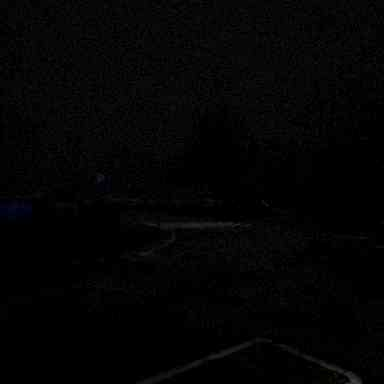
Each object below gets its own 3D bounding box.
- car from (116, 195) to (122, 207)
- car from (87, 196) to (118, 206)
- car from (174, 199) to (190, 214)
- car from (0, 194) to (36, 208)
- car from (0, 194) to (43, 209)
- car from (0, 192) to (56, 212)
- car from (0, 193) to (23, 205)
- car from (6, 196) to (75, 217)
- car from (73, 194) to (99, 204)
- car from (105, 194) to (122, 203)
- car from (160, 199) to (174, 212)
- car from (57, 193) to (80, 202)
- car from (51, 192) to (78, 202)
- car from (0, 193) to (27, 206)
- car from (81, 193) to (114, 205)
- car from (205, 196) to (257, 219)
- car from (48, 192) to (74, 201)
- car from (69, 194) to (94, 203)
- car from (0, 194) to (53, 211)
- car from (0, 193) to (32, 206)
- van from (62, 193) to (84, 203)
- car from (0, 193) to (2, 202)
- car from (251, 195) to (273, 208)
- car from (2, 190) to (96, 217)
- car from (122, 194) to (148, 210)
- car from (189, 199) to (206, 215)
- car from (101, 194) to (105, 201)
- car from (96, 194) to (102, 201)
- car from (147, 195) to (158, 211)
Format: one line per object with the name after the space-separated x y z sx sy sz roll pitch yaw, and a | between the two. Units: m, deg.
-8.671 1.727 50.461 2.163 1.488 4.792 2 -2 33 | car
-16.018 1.608 59.992 1.946 1.575 5.366 2 -2 33 | car
0.416 1.669 38.390 2.185 1.767 4.553 1 -2 33 | car
-21.015 1.010 38.714 2.163 1.488 4.792 1 -1 33 | car
-19.224 1.002 36.371 2.231 1.521 4.892 1 -1 33 | car
-15.686 0.912 31.623 2.185 1.767 4.553 1 -1 33 | car
-26.341 0.924 45.839 2.097 1.535 5.008 1 -1 33 | car
-12.115 1.117 26.917 2.002 1.452 4.674 1 -1 33 | car
-21.381 1.435 67.376 2.185 1.767 4.553 1 -2 33 | car
-10.440 1.430 52.936 2.435 2.045 5.566 1 -2 33 | car
-1.362 1.653 40.855 2.185 1.767 4.553 2 -2 33 | car
-28.603 1.358 77.085 2.185 1.767 4.553 2 -2 33 | car
-30.442 1.209 79.452 2.435 2.045 5.566 2 -2 33 | car
-24.654 0.936 43.312 1.946 1.575 5.366 1 -1 33 | car
-17.709 1.352 62.598 2.435 2.045 5.566 1 -2 33 | car
4.080 1.586 33.615 2.435 2.045 5.566 1 -2 33 | car
-32.249 1.191 81.923 2.435 2.045 5.566 1 -2 33 | car
-23.209 1.415 69.792 2.185 1.767 4.553 1 -2 33 | car
-17.354 1.021 34.170 1.946 1.575 5.366 1 -1 33 | car
-22.775 0.962 41.102 2.097 1.535 5.008 1 -1 33 | car
-26.746 1.282 74.749 1.878 1.987 4.442 1 -2 33 | van
-13.896 1.059 29.278 2.231 1.521 4.892 1 -1 33 | car
7.419 1.085 40.598 1.895 1.301 4.718 3 3 -37 | car
-10.337 0.844 24.529 2.435 2.045 5.566 1 -1 33 | car
-6.838 1.466 48.054 2.435 2.045 5.566 2 -2 33 | car
2.250 1.817 35.999 2.231 1.521 4.892 2 -2 33 | car
-12.303 1.660 55.317 2.231 1.521 4.892 1 -2 33 | car
-14.113 1.388 57.717 2.435 2.045 5.566 2 -2 33 | car
-3.186 1.633 43.270 2.185 1.767 4.553 2 -2 33 | car
